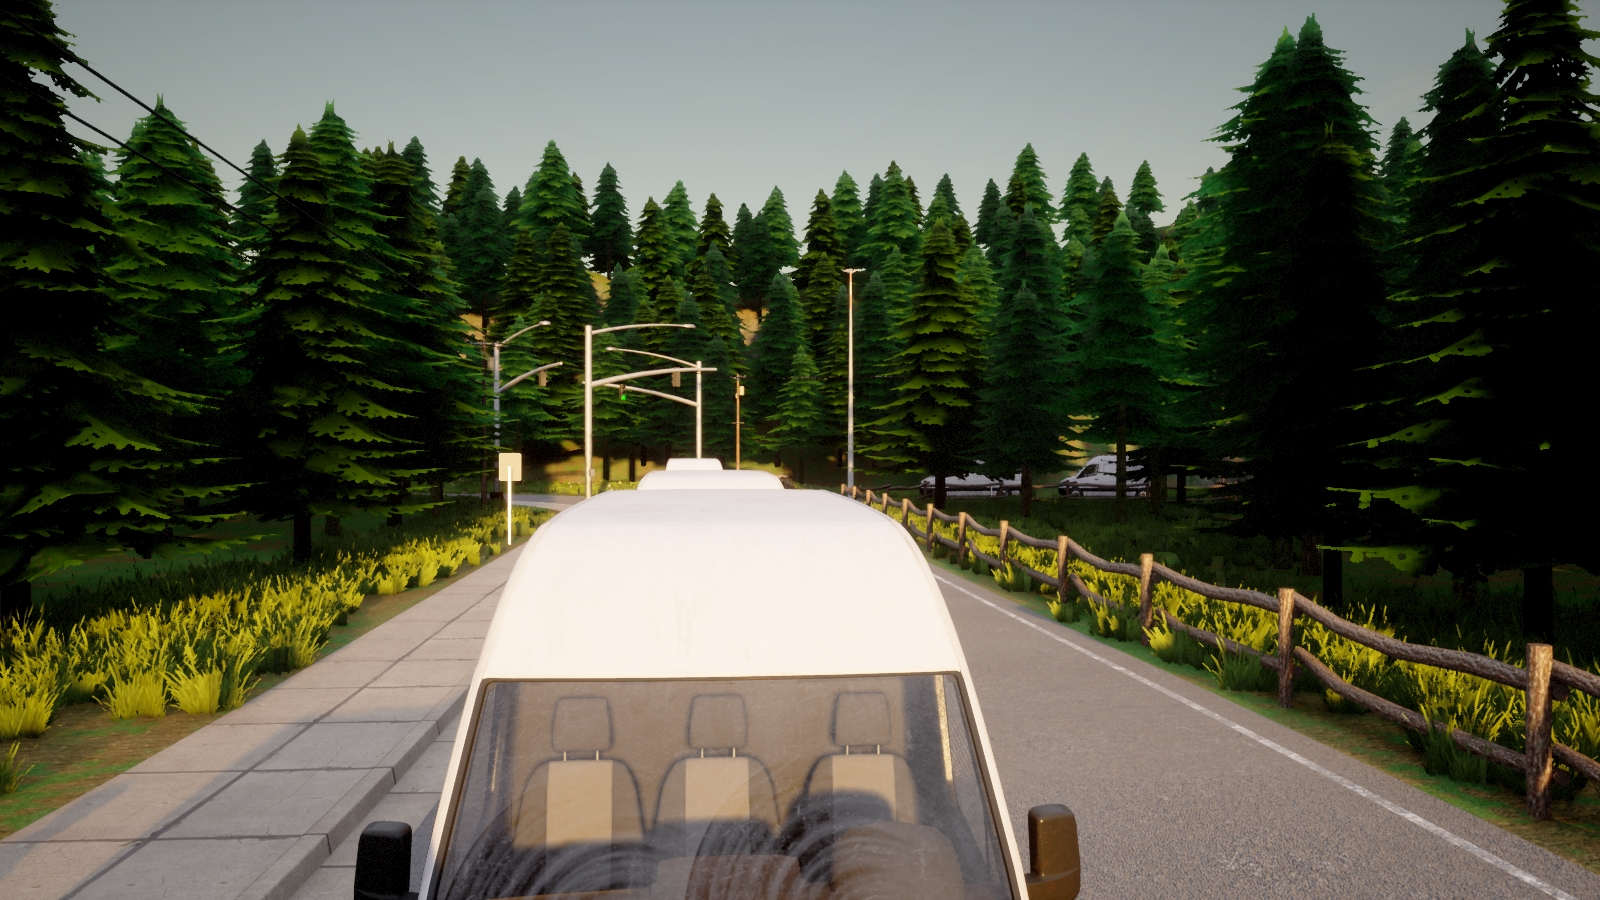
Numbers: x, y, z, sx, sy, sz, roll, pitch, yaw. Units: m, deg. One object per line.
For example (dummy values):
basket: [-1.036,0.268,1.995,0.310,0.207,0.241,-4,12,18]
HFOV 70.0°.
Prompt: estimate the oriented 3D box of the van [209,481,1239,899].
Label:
van: [-0.349,1.499,5.158,1.988,2.561,5.915,0,0,-5]
